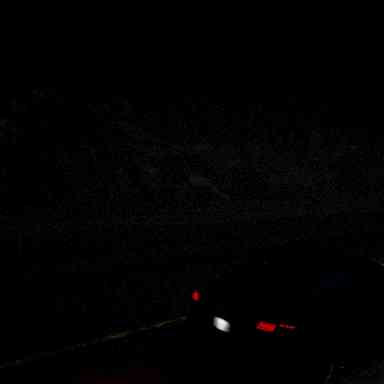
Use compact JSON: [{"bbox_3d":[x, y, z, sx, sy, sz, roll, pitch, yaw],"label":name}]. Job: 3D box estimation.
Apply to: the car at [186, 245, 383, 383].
[{"bbox_3d":[1.985,1.556,5.163,4.181,1.385,1.994,0,0,-35],"label":"car"}]
